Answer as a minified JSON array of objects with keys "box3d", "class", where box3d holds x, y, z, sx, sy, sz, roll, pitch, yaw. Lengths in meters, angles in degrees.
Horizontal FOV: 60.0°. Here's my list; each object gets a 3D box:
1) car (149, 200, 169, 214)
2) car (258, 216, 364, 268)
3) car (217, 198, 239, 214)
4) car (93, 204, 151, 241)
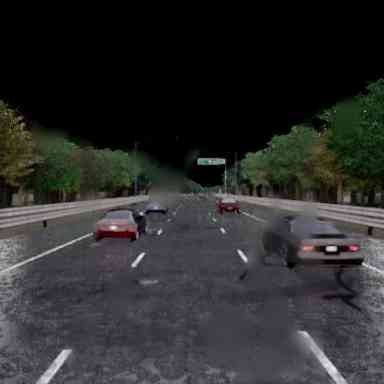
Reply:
[{"box3d":[-3.399,1.444,33.046,1.994,1.385,4.181,0,0,0],"class":"car"},{"box3d":[3.602,1.506,11.099,2.033,1.411,5.357,0,0,0],"class":"car"},{"box3d":[3.602,1.355,33.948,1.882,1.535,5.008,0,0,0],"class":"car"},{"box3d":[-3.398,1.503,16.374,1.994,1.385,4.181,0,0,0],"class":"car"}]
